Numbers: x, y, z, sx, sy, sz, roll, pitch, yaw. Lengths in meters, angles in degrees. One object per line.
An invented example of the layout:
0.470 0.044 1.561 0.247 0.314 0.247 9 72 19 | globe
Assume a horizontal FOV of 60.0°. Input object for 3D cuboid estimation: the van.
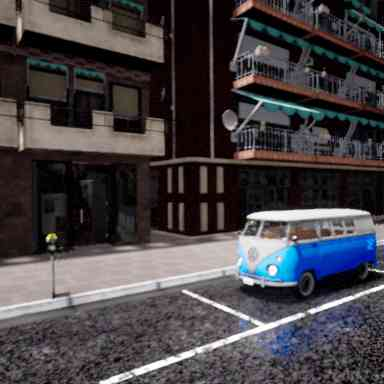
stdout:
2.888 1.334 8.175 3.998 1.788 1.690 0 -1 -36 | van
